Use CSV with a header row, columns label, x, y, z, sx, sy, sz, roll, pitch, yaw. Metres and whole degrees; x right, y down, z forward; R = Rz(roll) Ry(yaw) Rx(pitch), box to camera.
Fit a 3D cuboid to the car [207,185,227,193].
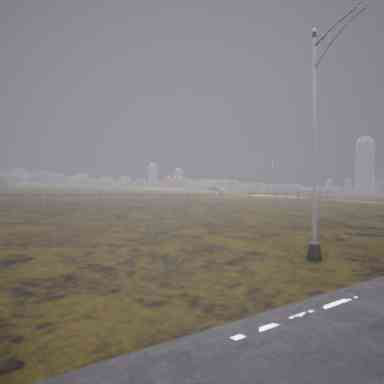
label,x,y,z,sx,sy,sz,roll,pitch,yaw
car,4.911,-0.665,66.774,2.128,1.511,4.902,1,2,-36
